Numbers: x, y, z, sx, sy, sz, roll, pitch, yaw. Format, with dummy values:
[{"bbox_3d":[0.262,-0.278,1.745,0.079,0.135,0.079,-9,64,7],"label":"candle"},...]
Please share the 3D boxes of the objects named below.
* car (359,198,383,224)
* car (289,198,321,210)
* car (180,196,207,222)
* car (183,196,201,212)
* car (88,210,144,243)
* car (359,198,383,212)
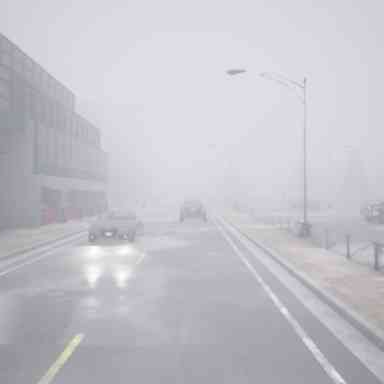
[{"bbox_3d":[13.753,1.145,22.084,4.605,1.855,1.932,0,0,0],"label":"car"},{"bbox_3d":[13.890,1.449,40.667,3.633,1.501,1.845,0,0,0],"label":"car"},{"bbox_3d":[0.098,1.392,27.224,2.097,1.767,4.553,0,0,0],"label":"car"},{"bbox_3d":[0.071,1.412,41.240,2.097,1.767,4.553,0,0,1],"label":"car"},{"bbox_3d":[-3.513,1.588,16.016,1.994,1.385,4.181,0,0,1],"label":"car"},{"bbox_3d":[21.311,1.455,37.687,3.806,1.475,1.970,0,0,0],"label":"car"}]
